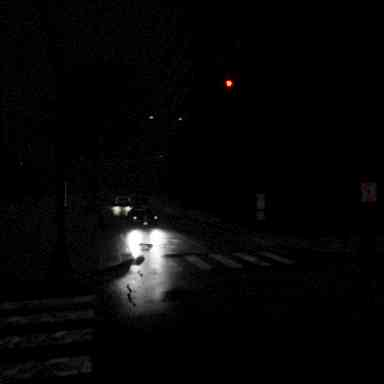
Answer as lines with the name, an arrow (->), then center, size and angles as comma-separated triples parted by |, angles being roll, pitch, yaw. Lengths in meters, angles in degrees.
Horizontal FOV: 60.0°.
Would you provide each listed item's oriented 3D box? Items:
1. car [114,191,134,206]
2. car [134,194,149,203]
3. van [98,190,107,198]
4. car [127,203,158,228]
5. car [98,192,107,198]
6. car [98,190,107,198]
car -> -10.181, 0.885, 48.581 | 2.150, 2.045, 5.566 | 0, 2, -15
car -> -7.724, 1.131, 50.332 | 1.837, 1.490, 4.892 | 0, 2, -15
van -> -20.043, 0.510, 74.682 | 1.690, 1.788, 3.998 | 2, 0, -15
car -> -3.750, 1.822, 24.880 | 1.895, 1.301, 4.718 | 0, 1, -15
car -> -20.935, 0.689, 77.882 | 2.008, 1.369, 4.403 | 2, 0, -15
car -> -22.259, 0.408, 82.686 | 2.192, 1.841, 5.009 | 2, 0, -15
